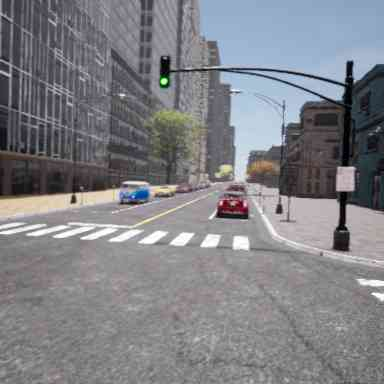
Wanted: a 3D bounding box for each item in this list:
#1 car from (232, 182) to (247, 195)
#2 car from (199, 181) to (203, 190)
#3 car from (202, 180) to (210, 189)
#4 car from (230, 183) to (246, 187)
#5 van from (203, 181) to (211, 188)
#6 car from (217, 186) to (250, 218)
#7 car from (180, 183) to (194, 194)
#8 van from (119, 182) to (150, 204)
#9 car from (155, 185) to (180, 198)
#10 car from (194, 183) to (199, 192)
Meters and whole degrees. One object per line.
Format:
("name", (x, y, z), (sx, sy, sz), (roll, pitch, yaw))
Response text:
("car", (7.818, -0.641, 54.715), (2.192, 1.841, 5.009), (3, 3, 9))
("car", (0.379, -0.931, 61.548), (1.947, 1.339, 4.313), (3, 3, 9))
("car", (2.098, -1.341, 72.758), (2.008, 1.369, 4.403), (3, 3, 9))
("car", (4.384, 0.148, 32.294), (2.192, 1.841, 5.009), (3, 2, 9))
("van", (3.826, -1.946, 83.959), (1.690, 1.788, 3.998), (3, 3, 9))
("car", (2.659, 0.667, 21.089), (1.967, 1.590, 4.097), (3, 2, 9))
("car", (-1.339, -0.520, 50.338), (1.802, 1.307, 4.206), (3, 3, 9))
("van", (-4.761, 0.029, 27.907), (1.690, 1.788, 3.998), (3, 3, 9))
("car", (-3.079, -0.176, 38.958), (1.752, 1.417, 4.829), (3, 3, 9))
("car", (-0.479, -0.734, 55.943), (1.947, 1.339, 4.313), (3, 3, 9))
